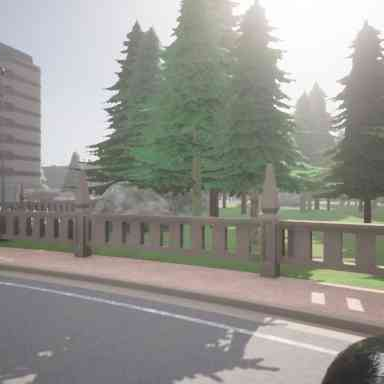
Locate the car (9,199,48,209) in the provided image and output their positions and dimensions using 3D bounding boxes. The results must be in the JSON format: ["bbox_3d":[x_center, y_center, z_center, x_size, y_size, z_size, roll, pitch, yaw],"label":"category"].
[{"bbox_3d":[-21.053,1.599,42.807,2.033,1.411,5.357,0,0,22],"label":"car"}]

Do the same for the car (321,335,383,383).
[{"bbox_3d":[3.110,1.504,1.473,4.892,1.490,1.837,0,-1,38],"label":"car"}]
